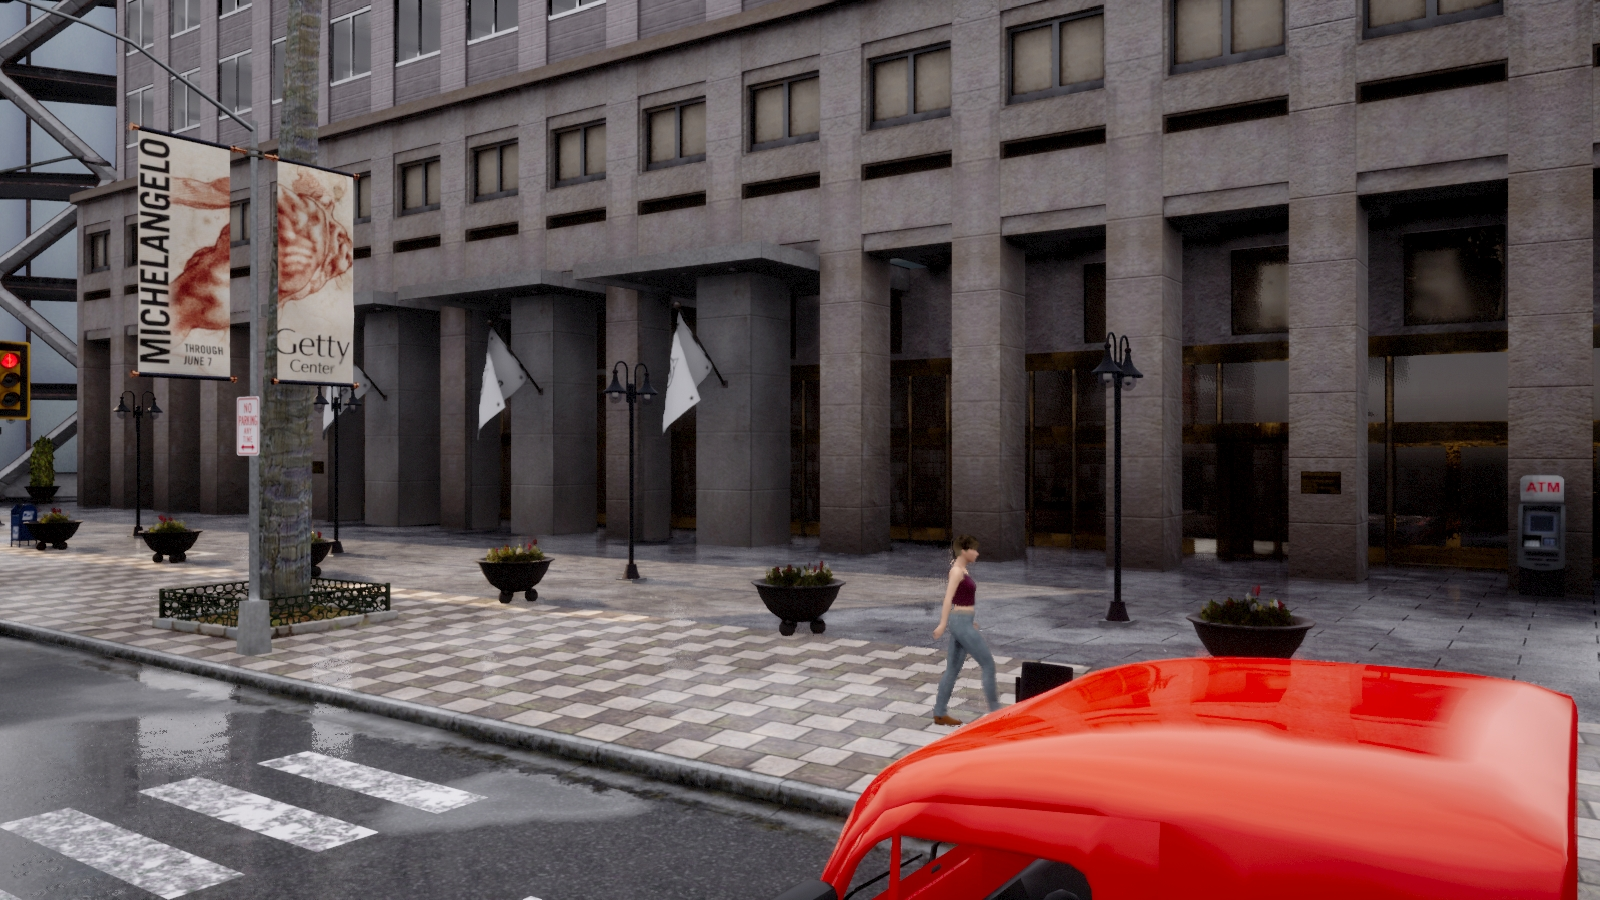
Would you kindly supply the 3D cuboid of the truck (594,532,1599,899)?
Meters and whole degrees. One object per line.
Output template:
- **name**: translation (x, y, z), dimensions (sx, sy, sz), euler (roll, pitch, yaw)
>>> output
- **truck**: translation (2.439, 1.568, 2.094), dimensions (5.204, 2.467, 2.627), euler (0, 0, 35)

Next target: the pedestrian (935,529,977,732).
- **pedestrian**: translation (1.489, 1.695, 10.871), dimensions (0.375, 1.860, 0.375), euler (0, 0, 11)
